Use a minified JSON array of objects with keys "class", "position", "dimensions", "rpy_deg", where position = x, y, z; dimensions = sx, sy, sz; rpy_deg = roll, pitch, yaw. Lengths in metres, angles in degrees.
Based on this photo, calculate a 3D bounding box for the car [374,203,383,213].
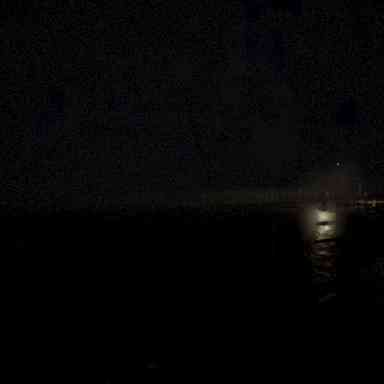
[{"class":"car","position":[23.600,1.894,39.687],"dimensions":[1.895,1.301,4.718],"rpy_deg":[-1,-1,6]}]
